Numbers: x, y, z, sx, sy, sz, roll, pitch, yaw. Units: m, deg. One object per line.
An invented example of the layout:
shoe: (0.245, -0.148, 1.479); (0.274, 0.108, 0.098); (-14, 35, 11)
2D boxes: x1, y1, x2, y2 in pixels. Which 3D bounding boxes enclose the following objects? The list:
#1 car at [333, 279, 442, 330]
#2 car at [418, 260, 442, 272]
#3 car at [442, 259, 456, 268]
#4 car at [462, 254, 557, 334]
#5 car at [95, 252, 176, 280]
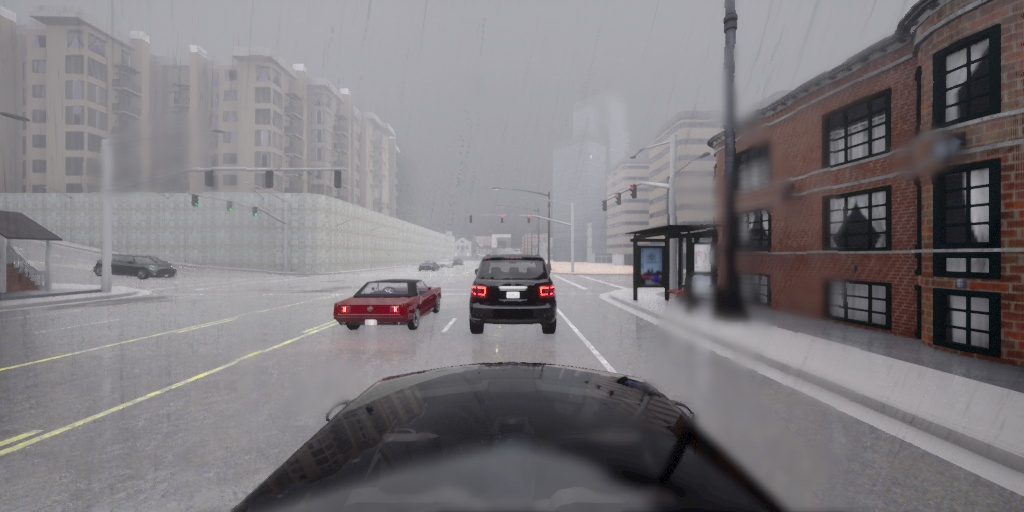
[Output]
car: (-3.474, 1.351, 11.066); (1.895, 1.301, 4.718); (0, 0, 0)
car: (-10.848, 1.314, 46.960); (1.994, 1.385, 4.181); (0, 0, 0)
car: (-10.905, 1.275, 58.713); (1.812, 1.442, 4.674); (0, 0, -1)
car: (0.024, 0.971, 10.750); (2.150, 2.045, 5.566); (0, 0, 0)
car: (-28.081, 0.719, 26.904); (4.553, 1.767, 2.097); (5, 0, 0)
